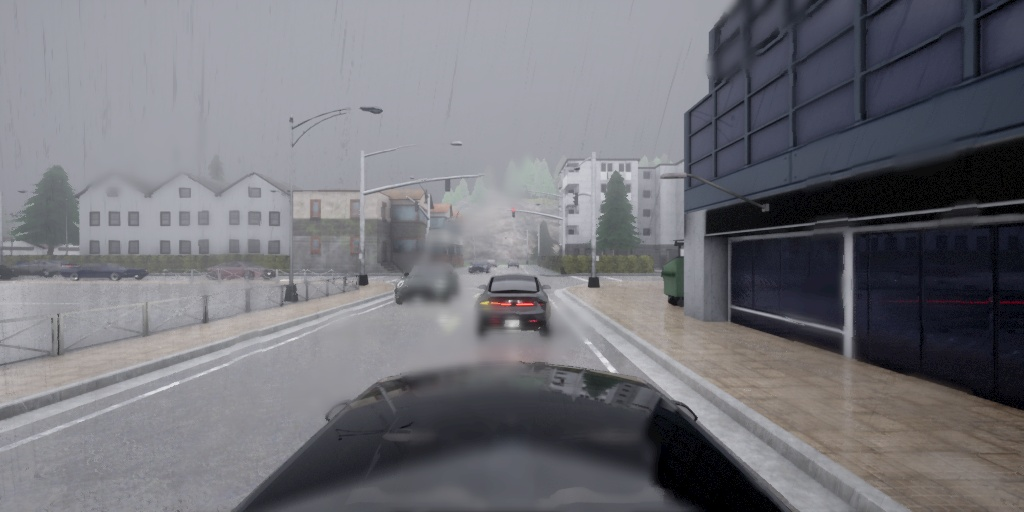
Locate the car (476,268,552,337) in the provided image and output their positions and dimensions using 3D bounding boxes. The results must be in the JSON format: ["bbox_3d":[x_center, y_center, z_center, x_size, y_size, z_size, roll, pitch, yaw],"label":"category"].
[{"bbox_3d":[0.070,1.255,10.298,1.837,1.490,4.892,0,0,1],"label":"car"}]

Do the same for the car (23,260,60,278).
[{"bbox_3d":[-39.487,1.064,30.245,4.902,1.511,2.128,0,0,0],"label":"car"}]

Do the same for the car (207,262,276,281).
[{"bbox_3d":[-19.883,1.137,26.460,4.181,1.385,1.994,0,0,0],"label":"car"}]

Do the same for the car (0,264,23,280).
[{"bbox_3d":[-40.126,1.174,26.592,4.718,1.301,1.895,0,0,1],"label":"car"}]

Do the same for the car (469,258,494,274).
[{"bbox_3d":[-3.620,1.102,40.723,2.097,1.767,4.553,0,0,1],"label":"car"}]

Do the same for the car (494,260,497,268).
[{"bbox_3d":[-3.472,1.275,59.742,1.812,1.442,4.674,0,0,0],"label":"car"}]

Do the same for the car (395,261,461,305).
[{"bbox_3d":[-3.574,1.103,15.964,2.097,1.767,4.553,0,0,0],"label":"car"}]

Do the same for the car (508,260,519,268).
[{"bbox_3d":[0.199,1.350,60.949,1.895,1.301,4.718,0,0,-1],"label":"car"}]

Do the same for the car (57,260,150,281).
[{"bbox_3d":[-29.904,1.174,26.509,4.718,1.301,1.895,0,0,0],"label":"car"}]
